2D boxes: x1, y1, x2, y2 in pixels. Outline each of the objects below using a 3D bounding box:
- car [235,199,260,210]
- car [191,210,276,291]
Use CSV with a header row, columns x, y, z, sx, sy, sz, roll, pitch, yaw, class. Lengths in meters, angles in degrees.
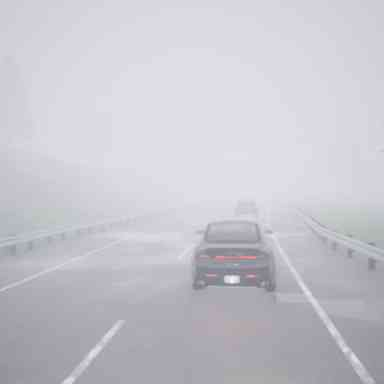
x,y,z,sx,sy,sz,roll,pitch,yaw,class
4.768,1.320,28.656,2.128,1.511,4.902,-1,0,12,car
1.126,1.458,8.934,1.837,1.490,4.892,-1,0,8,car
